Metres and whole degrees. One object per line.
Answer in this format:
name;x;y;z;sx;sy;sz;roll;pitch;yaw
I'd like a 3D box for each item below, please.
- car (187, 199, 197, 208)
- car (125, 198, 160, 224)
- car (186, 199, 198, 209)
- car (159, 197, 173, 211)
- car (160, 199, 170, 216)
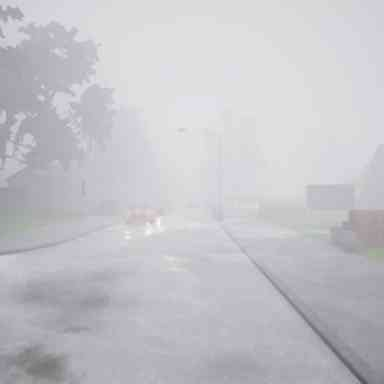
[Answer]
car;0.008;2.137;62.938;1.837;1.490;4.892;0;-1;0
car;-4.089;1.627;27.314;2.097;1.767;4.553;0;-1;0
car;0.031;2.071;54.271;1.812;1.442;4.674;0;-1;0
car;-3.994;1.707;48.230;2.150;2.045;5.566;0;-1;0
car;-4.054;1.871;37.714;2.128;1.511;4.902;0;-1;0
